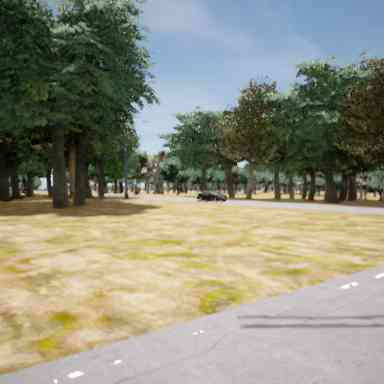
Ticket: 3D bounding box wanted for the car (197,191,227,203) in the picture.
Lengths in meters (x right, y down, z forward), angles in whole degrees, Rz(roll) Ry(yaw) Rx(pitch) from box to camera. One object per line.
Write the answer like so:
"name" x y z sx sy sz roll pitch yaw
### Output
"car" 2.725 0.596 45.916 1.882 1.535 5.008 -1 2 -38
